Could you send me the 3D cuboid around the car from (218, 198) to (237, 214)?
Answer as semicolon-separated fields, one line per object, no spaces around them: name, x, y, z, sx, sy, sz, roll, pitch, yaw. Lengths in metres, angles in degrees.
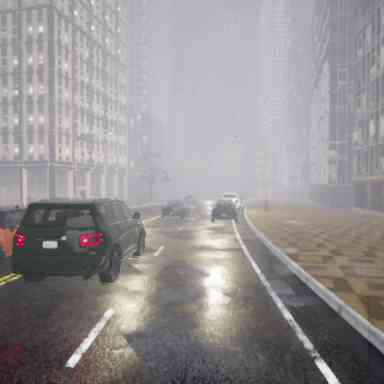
car;3.778;1.439;34.669;1.812;1.442;4.674;0;0;9

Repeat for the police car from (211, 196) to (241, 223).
police car;2.474;1.361;25.114;1.930;1.638;5.238;0;0;7

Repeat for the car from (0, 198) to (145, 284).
car;-2.853;1.189;9.646;2.150;2.045;5.566;0;0;3

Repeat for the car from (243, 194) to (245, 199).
car;7.830;1.451;58.688;1.895;1.301;4.718;0;0;13

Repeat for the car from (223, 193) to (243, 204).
car;4.770;1.124;40.467;2.150;2.045;5.566;0;0;10

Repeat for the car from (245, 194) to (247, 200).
car;11.854;1.137;77.565;1.882;1.535;5.008;0;0;10

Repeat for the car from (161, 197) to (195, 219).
car;-1.297;1.406;27.701;2.128;1.511;4.902;0;0;7

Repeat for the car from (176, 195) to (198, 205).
car;-0.459;1.182;52.109;2.097;1.767;4.553;0;0;13
